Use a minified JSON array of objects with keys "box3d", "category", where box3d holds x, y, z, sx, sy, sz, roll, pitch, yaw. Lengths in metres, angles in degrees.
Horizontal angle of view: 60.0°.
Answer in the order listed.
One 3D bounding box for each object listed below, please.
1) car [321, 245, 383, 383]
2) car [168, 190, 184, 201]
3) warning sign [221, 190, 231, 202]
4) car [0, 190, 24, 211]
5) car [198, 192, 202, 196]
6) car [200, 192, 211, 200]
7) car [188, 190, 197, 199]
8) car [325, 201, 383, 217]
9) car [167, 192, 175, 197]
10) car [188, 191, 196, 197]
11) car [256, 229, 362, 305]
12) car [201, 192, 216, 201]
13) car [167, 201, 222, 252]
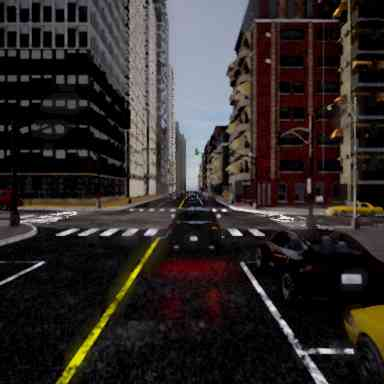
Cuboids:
[{"box3d":[2.692,1.499,2.172,1.752,1.417,4.829,0,1,0],"category":"car"},{"box3d":[-3.050,0.832,60.647,2.128,1.511,4.902,0,1,1],"category":"car"},{"box3d":[5.062,0.569,49.816,1.300,1.860,1.060,0,0,0],"category":"warning sign"},{"box3d":[-17.695,0.695,29.738,5.009,1.841,2.192,1,-1,0],"category":"car"},{"box3d":[2.687,0.870,62.622,2.008,1.369,4.403,0,1,0],"category":"car"},{"box3d":[2.688,0.811,68.270,2.008,1.369,4.403,0,1,0],"category":"car"},{"box3d":[-0.004,0.805,72.334,1.895,1.301,4.718,0,1,0],"category":"car"},{"box3d":[14.641,1.498,30.027,4.829,1.417,1.752,1,-1,0],"category":"car"},{"box3d":[-5.695,0.578,90.862,2.008,1.369,4.403,0,1,0],"category":"car"},{"box3d":[-0.004,0.425,82.302,1.882,1.535,5.008,0,1,0],"category":"car"},{"box3d":[2.691,1.479,7.685,1.947,1.339,4.313,0,1,0],"category":"car"},{"box3d":[2.738,1.037,49.706,1.802,1.307,4.206,0,1,0],"category":"car"},{"box3d":[0.153,1.329,13.247,1.882,1.535,5.008,0,1,2],"category":"car"}]
